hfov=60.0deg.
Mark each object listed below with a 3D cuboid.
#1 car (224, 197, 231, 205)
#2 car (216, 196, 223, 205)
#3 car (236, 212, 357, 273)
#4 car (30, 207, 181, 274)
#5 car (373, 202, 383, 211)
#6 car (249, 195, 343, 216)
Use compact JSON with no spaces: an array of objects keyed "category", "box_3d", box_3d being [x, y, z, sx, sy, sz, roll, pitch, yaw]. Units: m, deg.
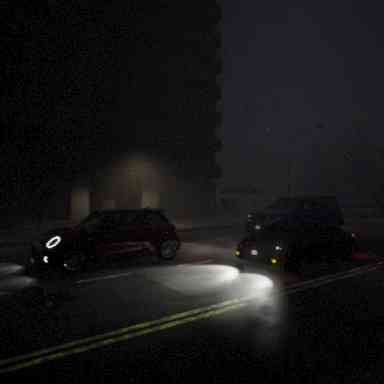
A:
[{"category":"car","box_3d":[4.847,1.430,54.578,1.994,1.385,4.181,0,0,-42]},{"category":"car","box_3d":[2.163,1.227,52.420,2.097,1.767,4.553,0,0,-43]},{"category":"car","box_3d":[3.426,1.545,10.689,4.181,1.385,1.994,0,0,-35]},{"category":"car","box_3d":[-2.656,1.343,10.675,4.553,1.767,2.097,0,0,-35]},{"category":"car","box_3d":[22.368,1.462,36.286,1.895,1.301,4.718,0,0,-21]},{"category":"car","box_3d":[5.151,1.192,16.243,5.566,2.045,2.150,0,0,-35]}]
